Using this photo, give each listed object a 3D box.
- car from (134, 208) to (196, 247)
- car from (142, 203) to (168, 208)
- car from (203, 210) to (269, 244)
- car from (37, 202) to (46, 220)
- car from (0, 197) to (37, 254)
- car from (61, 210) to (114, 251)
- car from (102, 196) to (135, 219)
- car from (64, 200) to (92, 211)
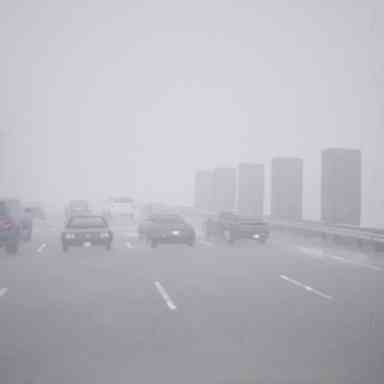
[{"bbox_3d":[-1.294,1.666,15.712,1.994,1.385,4.181,1,0,-18],"label":"car"},{"bbox_3d":[-3.542,1.741,31.748,2.033,1.411,5.357,1,0,-23],"label":"car"},{"bbox_3d":[2.049,1.659,16.758,1.837,1.490,4.892,1,0,-18],"label":"car"},{"bbox_3d":[-13.384,1.568,28.054,1.812,1.442,4.674,1,0,-23],"label":"car"},{"bbox_3d":[-7.843,1.218,13.251,2.150,2.045,5.566,1,0,-18],"label":"car"},{"bbox_3d":[-4.547,1.652,14.413,1.895,1.301,4.718,1,0,-18],"label":"car"},{"bbox_3d":[-6.779,1.360,30.429,2.150,2.045,5.566,1,0,-23],"label":"car"},{"bbox_3d":[-10.031,1.443,29.123,2.097,1.767,4.553,1,-1,-23],"label":"car"}]
